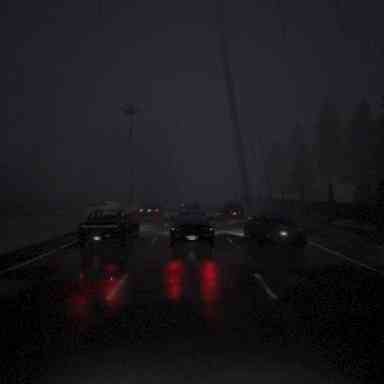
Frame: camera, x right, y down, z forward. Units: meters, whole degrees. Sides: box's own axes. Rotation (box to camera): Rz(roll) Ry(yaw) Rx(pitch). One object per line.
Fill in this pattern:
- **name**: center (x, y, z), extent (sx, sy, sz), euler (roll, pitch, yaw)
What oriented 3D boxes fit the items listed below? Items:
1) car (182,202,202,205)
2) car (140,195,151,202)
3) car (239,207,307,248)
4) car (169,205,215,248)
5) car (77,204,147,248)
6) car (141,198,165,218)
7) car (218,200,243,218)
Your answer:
- **car**: center (0.000, 1.570, 29.650), extent (1.994, 1.385, 4.181), euler (0, 0, 0)
- **car**: center (-10.500, 1.514, 74.739), extent (1.812, 1.442, 4.674), euler (0, 0, 0)
- **car**: center (3.500, 1.570, 14.650), extent (1.994, 1.385, 4.181), euler (0, 0, 0)
- **car**: center (0.000, 1.530, 14.650), extent (1.812, 1.442, 4.674), euler (0, 0, 0)
- **car**: center (-3.500, 1.492, 14.650), extent (2.128, 1.511, 4.902), euler (0, 0, 0)
- **car**: center (-3.500, 1.561, 29.650), extent (2.033, 1.411, 5.357), euler (0, 0, 0)
- **car**: center (3.500, 1.514, 29.650), extent (1.837, 1.490, 4.892), euler (0, 0, 0)
